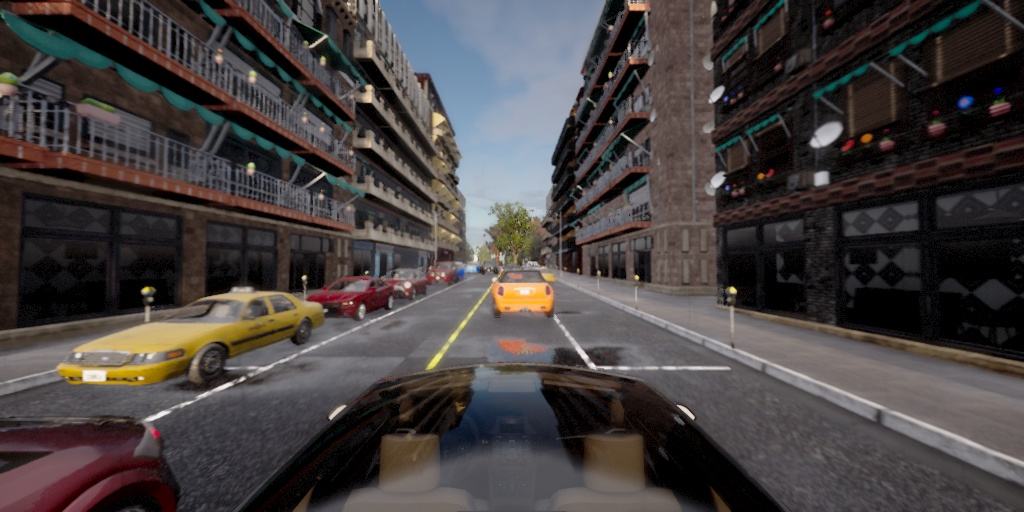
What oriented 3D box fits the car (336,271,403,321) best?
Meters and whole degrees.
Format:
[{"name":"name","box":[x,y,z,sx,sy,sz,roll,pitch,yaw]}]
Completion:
[{"name":"car","box":[-5.705,1.437,13.120,1.888,1.381,4.507,0,0,0]}]

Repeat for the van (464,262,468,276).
[{"name":"van","box":[-5.739,1.516,35.765,1.690,1.789,3.998,0,0,0]}]

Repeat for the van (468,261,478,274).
[{"name":"van","box":[-5.764,1.730,52.748,1.690,1.789,3.998,0,0,0]}]

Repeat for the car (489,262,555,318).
[{"name":"car","box":[0.287,1.255,14.036,2.097,1.767,4.553,0,-1,-4]}]

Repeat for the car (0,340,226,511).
[{"name":"car","box":[-3.097,1.300,0.514,1.994,1.385,4.181,0,-1,0]}]

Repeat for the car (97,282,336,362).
[{"name":"car","box":[-5.697,1.347,7.290,1.751,1.417,4.829,0,0,0]}]

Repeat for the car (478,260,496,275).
[{"name":"car","box":[-3.073,1.569,49.977,2.150,2.045,5.566,0,-1,0]}]

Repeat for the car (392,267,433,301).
[{"name":"car","box":[-5.714,1.402,18.782,1.967,1.591,4.097,0,0,0]}]

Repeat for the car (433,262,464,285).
[{"name":"car","box":[-5.731,1.418,30.104,2.192,1.841,5.009,0,0,0]}]
